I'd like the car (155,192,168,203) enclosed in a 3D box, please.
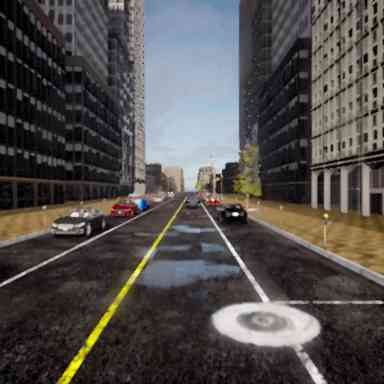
[{"bbox_3d":[-5.660,1.009,56.934,1.967,1.590,4.097,0,0,0],"label":"car"}]

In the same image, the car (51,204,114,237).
[{"bbox_3d":[-5.680,1.425,17.091,2.008,1.369,4.403,0,0,0],"label":"car"}]

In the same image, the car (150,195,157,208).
[{"bbox_3d":[-5.669,1.284,39.860,1.802,1.307,4.206,0,0,0],"label":"car"}]

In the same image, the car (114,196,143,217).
[{"bbox_3d":[-5.674,1.333,28.475,1.887,1.381,4.507,0,0,0],"label":"car"}]

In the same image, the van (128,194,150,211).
[{"bbox_3d":[-5.671,1.087,34.166,1.690,1.788,3.998,0,0,0],"label":"van"}]

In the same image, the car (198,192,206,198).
[{"bbox_3d":[2.737,0.735,91.066,1.967,1.590,4.097,0,0,0],"label":"car"}]

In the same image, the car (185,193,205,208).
[{"bbox_3d":[0.119,1.184,41.090,2.128,1.511,4.902,0,0,0],"label":"car"}]

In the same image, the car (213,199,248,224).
[{"bbox_3d":[2.704,1.397,22.766,1.947,1.339,4.313,0,0,0],"label":"car"}]

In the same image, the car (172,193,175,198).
[{"bbox_3d":[-5.644,0.822,90.916,1.752,1.417,4.829,0,0,0],"label":"car"}]

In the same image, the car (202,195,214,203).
[{"bbox_3d":[2.720,1.150,56.917,1.802,1.307,4.206,0,0,0],"label":"car"}]

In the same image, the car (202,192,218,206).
[{"bbox_3d":[2.715,1.098,45.531,1.967,1.590,4.097,0,0,0],"label":"car"}]

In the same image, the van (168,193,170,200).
[{"bbox_3d":[-5.656,0.864,62.626,1.690,1.788,3.998,0,0,0],"label":"van"}]

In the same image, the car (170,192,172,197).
[{"bbox_3d":[-5.655,1.044,68.320,1.947,1.339,4.313,0,0,0],"label":"car"}]
